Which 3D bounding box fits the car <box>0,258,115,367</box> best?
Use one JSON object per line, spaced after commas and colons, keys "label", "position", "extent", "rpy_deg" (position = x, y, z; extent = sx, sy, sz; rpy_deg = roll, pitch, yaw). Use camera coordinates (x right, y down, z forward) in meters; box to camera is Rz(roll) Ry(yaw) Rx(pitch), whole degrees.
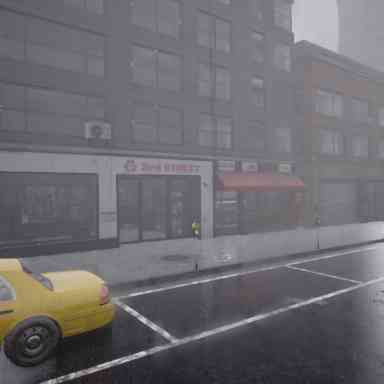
{"label": "car", "position": [-3.456, 1.525, 4.197], "extent": [4.829, 1.417, 1.752], "rpy_deg": [0, -1, -35]}
